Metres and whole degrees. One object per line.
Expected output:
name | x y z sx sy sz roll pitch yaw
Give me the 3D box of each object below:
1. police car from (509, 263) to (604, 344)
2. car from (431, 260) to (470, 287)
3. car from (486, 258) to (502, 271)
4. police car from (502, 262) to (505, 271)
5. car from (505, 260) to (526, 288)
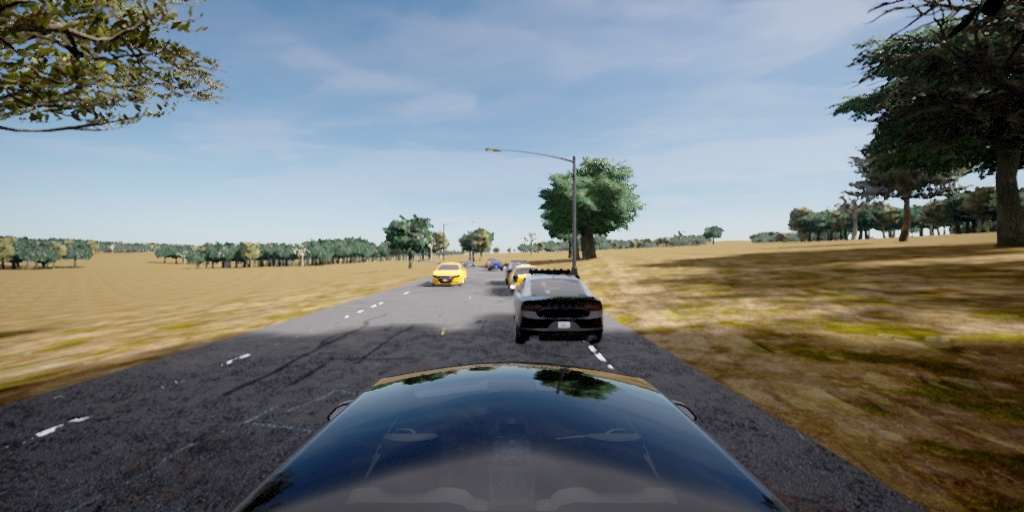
police car | 0.992 1.154 9.678 1.930 1.638 5.238 0 0 -1
car | -4.136 1.175 24.065 1.882 1.535 5.008 0 0 -3
car | -2.201 1.252 48.352 1.812 1.442 4.674 0 0 -5
police car | 0.467 1.121 25.761 1.930 1.638 5.238 0 0 -3
car | 0.723 1.163 19.813 1.801 1.575 5.366 0 0 -2
